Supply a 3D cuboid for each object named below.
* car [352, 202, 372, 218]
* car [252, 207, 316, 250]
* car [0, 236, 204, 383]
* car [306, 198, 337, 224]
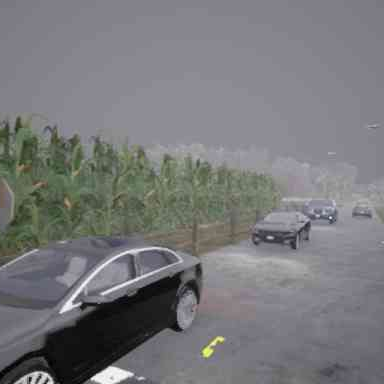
[{"bbox_3d":[19.333,2.180,37.790,1.994,1.385,4.181,2,0,27],"label":"car"},{"bbox_3d":[4.320,1.613,15.602,1.882,1.535,5.008,2,0,28],"label":"car"},{"bbox_3d":[-1.504,1.438,4.544,2.128,1.511,4.902,2,0,28],"label":"car"},{"bbox_3d":[11.258,1.575,28.749,2.150,2.045,5.566,2,0,28],"label":"car"}]
